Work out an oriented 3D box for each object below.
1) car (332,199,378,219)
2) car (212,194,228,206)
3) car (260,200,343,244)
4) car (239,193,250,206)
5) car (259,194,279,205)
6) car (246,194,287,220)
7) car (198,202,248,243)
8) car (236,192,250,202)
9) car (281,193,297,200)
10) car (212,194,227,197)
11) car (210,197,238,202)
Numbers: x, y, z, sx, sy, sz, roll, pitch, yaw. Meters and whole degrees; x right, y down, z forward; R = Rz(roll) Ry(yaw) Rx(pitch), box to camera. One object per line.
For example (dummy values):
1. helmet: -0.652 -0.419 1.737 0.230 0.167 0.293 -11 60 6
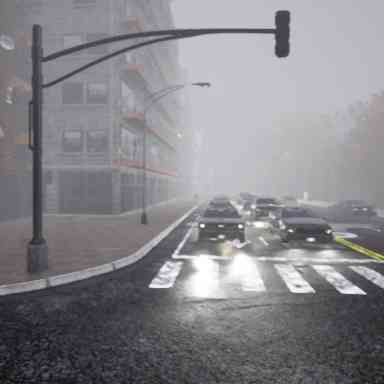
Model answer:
1. car: 12.092 1.226 25.372 2.033 1.411 5.357 0 1 4
2. car: 3.578 0.984 42.740 1.994 1.385 4.181 0 1 4
3. car: 4.544 1.314 14.773 2.033 1.411 5.357 0 1 4
4. car: 6.077 1.114 33.223 1.994 1.385 4.181 0 1 4
5. car: 10.404 0.991 45.359 1.994 1.385 4.181 0 1 4
6. car: 5.312 1.158 24.341 1.837 1.490 4.892 0 1 4
7. car: 1.285 1.350 14.775 1.895 1.301 4.718 0 1 5
8. car: 6.886 0.784 43.340 2.097 1.767 4.553 0 1 4
9. car: 13.893 0.904 48.260 2.128 1.511 4.902 0 1 4
10. car: 2.799 1.136 32.921 1.895 1.301 4.718 0 1 5
11. car: 2.025 1.241 23.908 1.895 1.301 4.718 0 1 5
